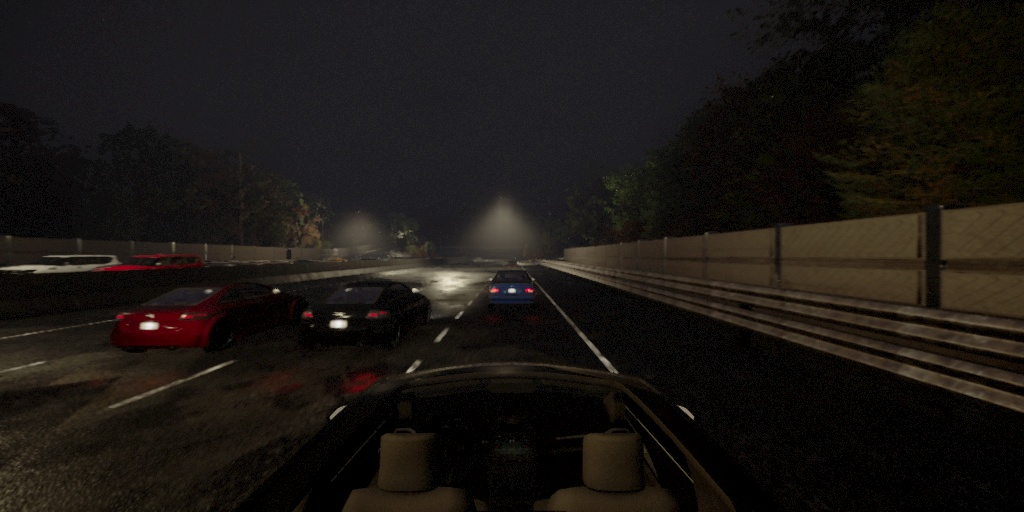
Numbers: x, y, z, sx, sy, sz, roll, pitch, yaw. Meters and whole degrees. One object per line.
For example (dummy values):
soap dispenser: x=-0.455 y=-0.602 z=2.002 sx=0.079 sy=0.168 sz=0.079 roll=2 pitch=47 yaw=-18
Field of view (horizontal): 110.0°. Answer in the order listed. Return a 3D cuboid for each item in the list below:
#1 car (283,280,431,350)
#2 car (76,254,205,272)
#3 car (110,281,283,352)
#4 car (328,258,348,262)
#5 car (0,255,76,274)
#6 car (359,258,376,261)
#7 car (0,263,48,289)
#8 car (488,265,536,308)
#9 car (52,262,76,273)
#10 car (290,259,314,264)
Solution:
car: x=-3.398 y=1.294 z=9.036 sx=1.994 sy=1.385 sz=4.181 roll=0 pitch=0 yaw=0
car: x=-21.090 y=0.926 z=21.126 sx=2.150 sy=2.045 sz=5.566 roll=0 pitch=0 yaw=0
car: x=-6.898 y=1.295 z=8.828 sx=1.994 sy=1.385 sz=4.181 roll=0 pitch=0 yaw=0
car: x=-27.996 y=1.109 z=57.146 sx=1.882 sy=1.535 sz=5.008 roll=0 pitch=0 yaw=0
car: x=-28.084 y=0.927 z=22.534 sx=2.150 sy=2.045 sz=5.566 roll=0 pitch=0 yaw=0
car: x=-20.998 y=1.058 z=51.614 sx=2.097 sy=1.767 sz=4.553 roll=0 pitch=-1 yaw=0
car: x=-31.584 y=1.198 z=21.143 sx=2.128 sy=1.511 sz=4.902 roll=0 pitch=0 yaw=0
car: x=-0.001 y=1.263 z=15.081 sx=2.033 sy=1.411 sz=5.357 roll=0 pitch=0 yaw=0
car: x=-24.587 y=1.268 z=22.148 sx=1.994 sy=1.385 sz=4.181 roll=0 pitch=0 yaw=0
car: x=-31.499 y=1.253 z=53.648 sx=1.812 sy=1.442 sz=4.674 roll=0 pitch=1 yaw=0
